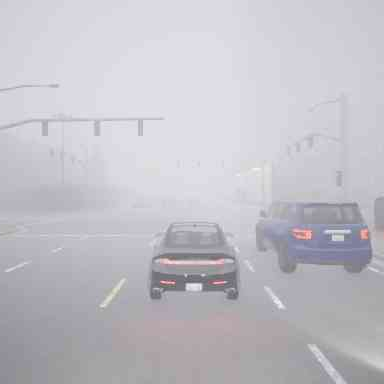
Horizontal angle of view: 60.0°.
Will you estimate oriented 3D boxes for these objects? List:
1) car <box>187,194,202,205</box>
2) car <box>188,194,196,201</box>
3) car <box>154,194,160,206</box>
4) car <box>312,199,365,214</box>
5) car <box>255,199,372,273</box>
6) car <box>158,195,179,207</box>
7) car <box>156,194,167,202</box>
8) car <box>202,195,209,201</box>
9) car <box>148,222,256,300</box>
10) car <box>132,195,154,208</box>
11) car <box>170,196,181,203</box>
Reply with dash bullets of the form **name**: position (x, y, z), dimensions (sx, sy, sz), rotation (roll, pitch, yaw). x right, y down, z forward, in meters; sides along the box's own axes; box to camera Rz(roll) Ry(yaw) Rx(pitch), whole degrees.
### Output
- **car**: position (0.104, 1.491, 57.081), dimensions (2.128, 1.511, 4.902), rotation (0, 0, 0)
- **car**: position (0.008, 1.355, 84.661), dimensions (2.097, 1.767, 4.553), rotation (0, 0, 0)
- **car**: position (-7.079, 1.352, 56.092), dimensions (2.097, 1.767, 4.553), rotation (0, 0, 0)
- **car**: position (15.586, 1.560, 35.628), dimensions (4.892, 1.490, 1.837), rotation (0, 0, 0)
- **car**: position (3.572, 1.221, 10.834), dimensions (2.150, 2.045, 5.566), rotation (0, 0, 0)
- **car**: position (-3.581, 1.547, 51.885), dimensions (2.033, 1.411, 5.357), rotation (0, 0, 0)
- **car**: position (-6.992, 1.355, 76.460), dimensions (2.097, 1.767, 4.553), rotation (0, 0, 0)
- **car**: position (3.509, 1.525, 88.823), dimensions (2.128, 1.511, 4.902), rotation (0, 0, 0)
- **car**: position (0.058, 1.492, 8.391), dimensions (2.128, 1.511, 4.902), rotation (0, 0, 0)
- **car**: position (-7.140, 1.352, 47.268), dimensions (2.097, 1.767, 4.553), rotation (0, 0, 2)
- **car**: position (-3.493, 1.540, 71.880), dimensions (2.033, 1.411, 5.357), rotation (0, 0, 0)
